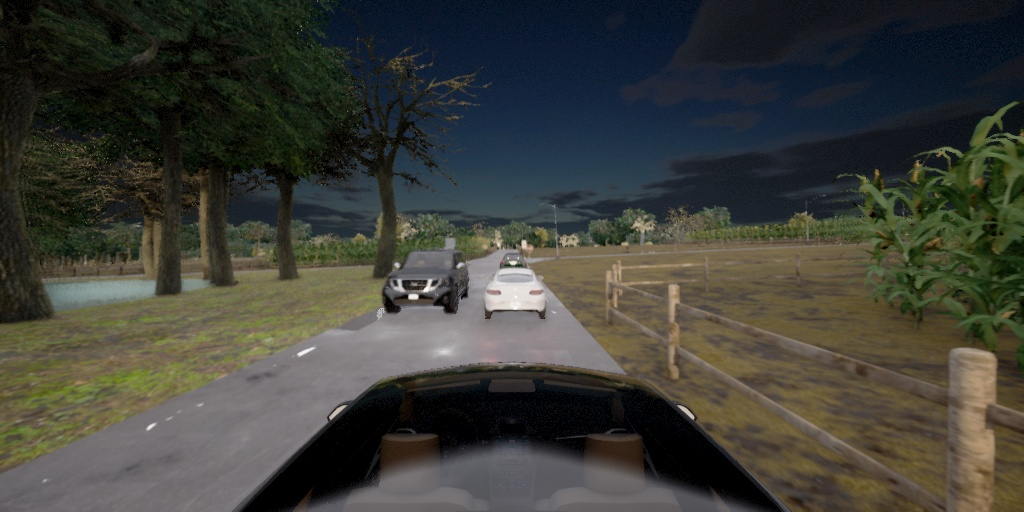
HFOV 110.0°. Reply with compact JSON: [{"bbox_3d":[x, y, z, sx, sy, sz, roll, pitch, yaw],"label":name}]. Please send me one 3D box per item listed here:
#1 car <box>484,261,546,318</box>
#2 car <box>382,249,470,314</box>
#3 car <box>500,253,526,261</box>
[{"bbox_3d":[0.099,1.094,12.028,1.812,1.442,4.674,0,1,0],"label":"car"},{"bbox_3d":[-2.849,0.766,13.112,2.150,2.045,5.566,0,1,0],"label":"car"},{"bbox_3d":[0.099,0.518,29.160,2.097,1.767,4.553,0,1,0],"label":"car"}]
